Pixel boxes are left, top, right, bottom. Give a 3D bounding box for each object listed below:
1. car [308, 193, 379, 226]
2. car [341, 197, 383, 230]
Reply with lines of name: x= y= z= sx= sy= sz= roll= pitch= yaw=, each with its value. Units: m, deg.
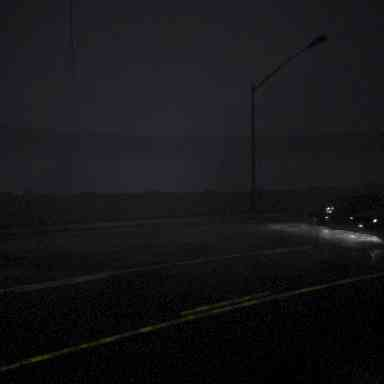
car: x=8.986 y=0.912 z=19.162 sx=4.553 sy=1.767 sz=2.097 roll=-1 pitch=1 yaw=-16
car: x=10.293 y=1.109 z=16.047 sx=5.357 sy=1.411 sz=2.033 roll=-1 pitch=1 yaw=-17
